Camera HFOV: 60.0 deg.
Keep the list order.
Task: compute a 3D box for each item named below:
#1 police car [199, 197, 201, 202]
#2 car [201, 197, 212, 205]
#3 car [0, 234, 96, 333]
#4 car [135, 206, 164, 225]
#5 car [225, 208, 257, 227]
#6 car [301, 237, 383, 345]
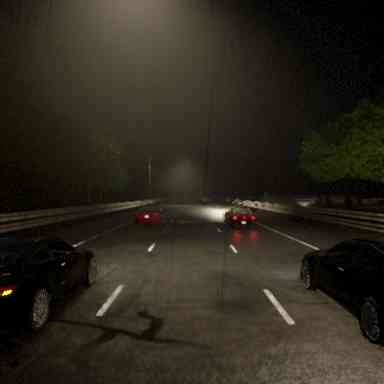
[{"bbox_3d":[3.528,2.390,87.189,2.038,1.542,4.974,0,-1,0],"label":"police car"},{"bbox_3d":[3.524,2.283,76.189,1.837,1.490,4.892,0,-1,0],"label":"car"},{"bbox_3d":[-3.401,1.598,6.802,1.812,1.442,4.674,0,-1,0],"label":"car"},{"bbox_3d":[-3.394,1.842,26.962,1.994,1.385,4.181,0,-1,0],"label":"car"},{"bbox_3d":[3.606,1.864,25.329,1.895,1.301,4.718,0,-1,0],"label":"car"},{"bbox_3d":[3.600,1.595,6.354,1.812,1.442,4.674,0,-1,0],"label":"car"}]
